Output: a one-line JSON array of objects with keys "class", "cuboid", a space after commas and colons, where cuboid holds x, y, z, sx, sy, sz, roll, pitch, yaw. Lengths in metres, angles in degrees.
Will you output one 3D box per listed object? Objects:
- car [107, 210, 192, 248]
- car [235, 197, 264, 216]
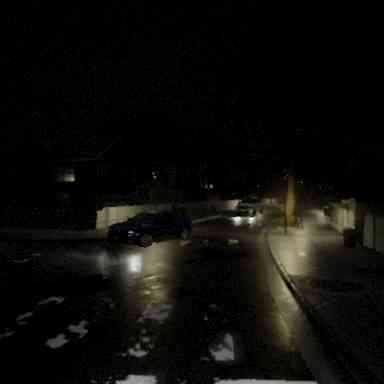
[{"class": "car", "cuboid": [-1.879, 1.683, 16.126, 1.882, 1.535, 5.008, 2, 0, 31]}, {"class": "car", "cuboid": [6.815, 1.675, 39.017, 2.150, 2.045, 5.566, 0, 0, 26]}]
